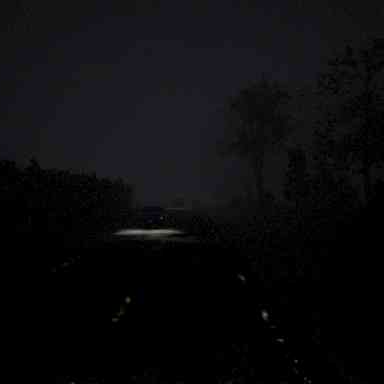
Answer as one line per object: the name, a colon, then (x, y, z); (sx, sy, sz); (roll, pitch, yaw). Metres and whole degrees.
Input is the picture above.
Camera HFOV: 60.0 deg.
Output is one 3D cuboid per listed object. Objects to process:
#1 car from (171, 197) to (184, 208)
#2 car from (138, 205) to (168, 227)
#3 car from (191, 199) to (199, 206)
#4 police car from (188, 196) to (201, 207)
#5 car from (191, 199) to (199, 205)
car: (-2.817, 2.007, 66.018); (2.150, 2.045, 5.566); (0, 0, 0)
car: (-2.873, 1.754, 25.129); (1.882, 1.535, 5.008); (0, -1, 0)
car: (0.750, 2.450, 79.371); (1.837, 1.490, 4.892); (0, -1, 0)
police car: (0.760, 2.239, 69.483); (1.930, 1.638, 5.238); (0, -1, 0)
car: (0.745, 2.529, 85.371); (1.837, 1.490, 4.892); (0, -1, 0)
